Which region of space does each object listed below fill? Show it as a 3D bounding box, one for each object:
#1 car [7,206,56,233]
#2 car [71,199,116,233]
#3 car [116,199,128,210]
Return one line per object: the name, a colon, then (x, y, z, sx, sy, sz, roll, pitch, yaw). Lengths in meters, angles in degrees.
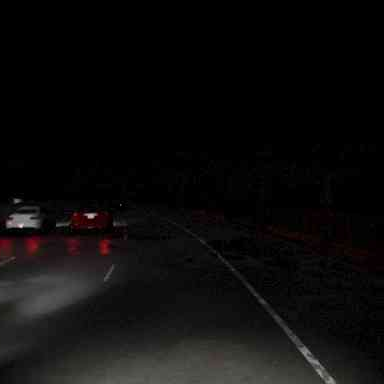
car: (-9.332, 1.525, 19.531, 1.812, 1.442, 4.674, 0, 0, -12)
car: (-5.835, 1.352, 19.836, 2.097, 1.767, 4.553, 0, 0, -11)
car: (-9.497, 1.562, 42.267, 1.994, 1.385, 4.181, 0, 0, -24)
